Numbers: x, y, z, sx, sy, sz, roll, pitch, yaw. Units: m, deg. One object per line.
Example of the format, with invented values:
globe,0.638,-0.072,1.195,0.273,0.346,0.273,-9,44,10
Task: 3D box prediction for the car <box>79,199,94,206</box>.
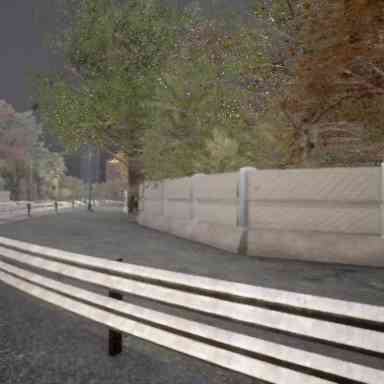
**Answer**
car,-23.652,2.208,72.989,2.128,1.511,4.902,0,-1,-7
